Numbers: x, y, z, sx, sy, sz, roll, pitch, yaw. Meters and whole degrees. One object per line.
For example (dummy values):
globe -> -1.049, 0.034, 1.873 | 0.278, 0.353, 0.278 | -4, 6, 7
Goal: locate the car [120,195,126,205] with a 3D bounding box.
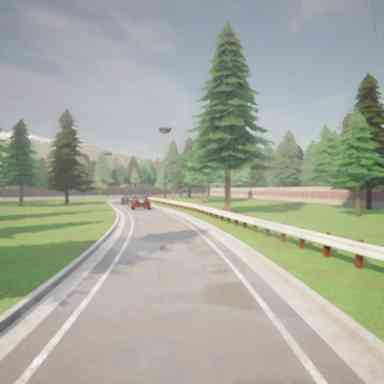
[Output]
car -> -9.659, 1.136, 50.086 | 2.128, 1.511, 4.902 | 0, 0, -17

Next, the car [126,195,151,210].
car -> -6.062, 1.076, 38.264 | 2.097, 1.767, 4.553 | 0, 0, -15
